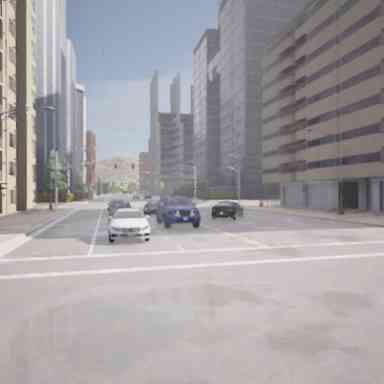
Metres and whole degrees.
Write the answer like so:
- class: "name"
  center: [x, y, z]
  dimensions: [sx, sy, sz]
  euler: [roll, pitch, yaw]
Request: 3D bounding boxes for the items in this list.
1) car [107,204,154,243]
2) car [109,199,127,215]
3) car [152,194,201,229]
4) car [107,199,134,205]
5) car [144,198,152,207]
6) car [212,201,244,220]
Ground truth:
- class: "car"
  center: [-3.194, 1.570, 16.743]
  dimensions: [1.812, 1.442, 4.674]
  euler: [0, 0, -13]
- class: "car"
  center: [-8.098, 1.552, 36.209]
  dimensions: [1.837, 1.490, 4.892]
  euler: [0, 0, -14]
- class: "car"
  center: [-1.061, 1.254, 22.552]
  dimensions: [2.150, 2.045, 5.566]
  euler: [0, 0, -14]
- class: "car"
  center: [-5.427, 1.537, 25.552]
  dimensions: [2.128, 1.511, 4.902]
  euler: [0, 0, -14]
- class: "car"
  center: [-3.670, 1.582, 32.892]
  dimensions: [2.033, 1.411, 5.357]
  euler: [0, 0, -14]
- class: "car"
  center: [3.150, 1.538, 28.151]
  dimensions: [1.882, 1.535, 5.008]
  euler: [0, -1, 20]
